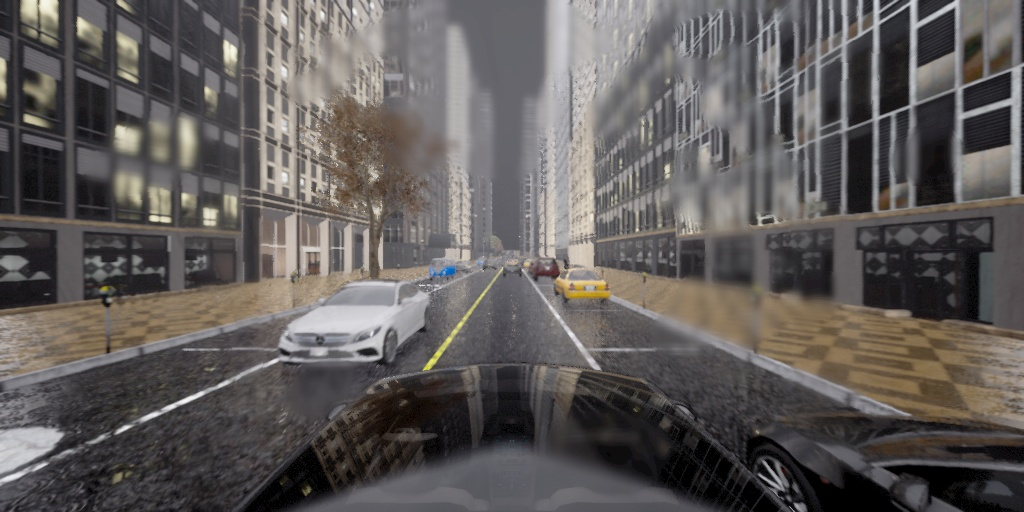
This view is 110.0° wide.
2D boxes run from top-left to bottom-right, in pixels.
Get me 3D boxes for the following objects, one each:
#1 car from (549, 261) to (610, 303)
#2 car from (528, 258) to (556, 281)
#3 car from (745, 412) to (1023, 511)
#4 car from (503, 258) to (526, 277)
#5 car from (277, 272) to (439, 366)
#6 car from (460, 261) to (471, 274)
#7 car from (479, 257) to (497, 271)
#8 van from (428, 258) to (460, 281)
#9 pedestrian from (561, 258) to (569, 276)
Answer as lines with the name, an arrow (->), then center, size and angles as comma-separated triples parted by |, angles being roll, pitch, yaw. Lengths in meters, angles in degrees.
car -> 3.007, 1.197, 16.384 | 1.801, 1.575, 5.366 | 0, 0, 0
car -> 2.702, 1.045, 29.494 | 2.192, 1.841, 5.009 | 0, 0, 0
car -> 2.690, 1.316, 1.003 | 1.948, 1.339, 4.313 | 0, 0, 0
car -> 0.062, 1.217, 35.791 | 2.128, 1.511, 4.902 | 0, 0, 1
car -> -3.096, 1.273, 8.082 | 1.812, 1.442, 4.674 | 0, 0, 0
car -> -5.673, 1.270, 40.896 | 2.007, 1.370, 4.403 | 0, 0, 0
car -> -3.054, 1.213, 49.333 | 1.837, 1.490, 4.892 | 0, 0, 0
van -> -5.678, 1.072, 29.503 | 1.690, 1.789, 3.998 | 0, 0, 0
pedestrian -> 2.898, 1.033, 19.372 | 0.375, 1.860, 0.375 | 0, 0, 0
